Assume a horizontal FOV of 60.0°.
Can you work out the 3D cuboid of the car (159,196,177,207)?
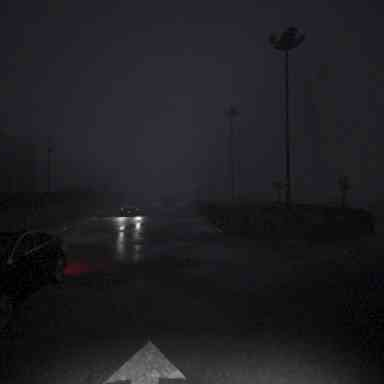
[{"bbox_3d":[-3.544,1.332,51.430,2.097,1.767,4.553,0,0,-4],"label":"car"}]

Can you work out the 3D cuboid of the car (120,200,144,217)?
[{"bbox_3d":[-5.835,1.541,32.378,1.812,1.442,4.674,0,0,-4],"label":"car"}]

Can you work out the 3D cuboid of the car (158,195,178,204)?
[{"bbox_3d":[-4.582,1.450,64.520,1.882,1.535,5.008,0,0,22],"label":"car"}]

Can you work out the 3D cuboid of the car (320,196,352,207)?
[{"bbox_3d":[19.064,1.311,44.347,3.905,1.438,1.784,0,0,-4],"label":"car"}]

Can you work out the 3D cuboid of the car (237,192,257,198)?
[{"bbox_3d":[12.662,1.041,72.781,5.566,2.045,2.150,0,0,-4],"label":"car"}]

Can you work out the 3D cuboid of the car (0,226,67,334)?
[{"bbox_3d":[-4.034,1.518,6.737,2.128,1.511,4.902,0,0,-4],"label":"car"}]
